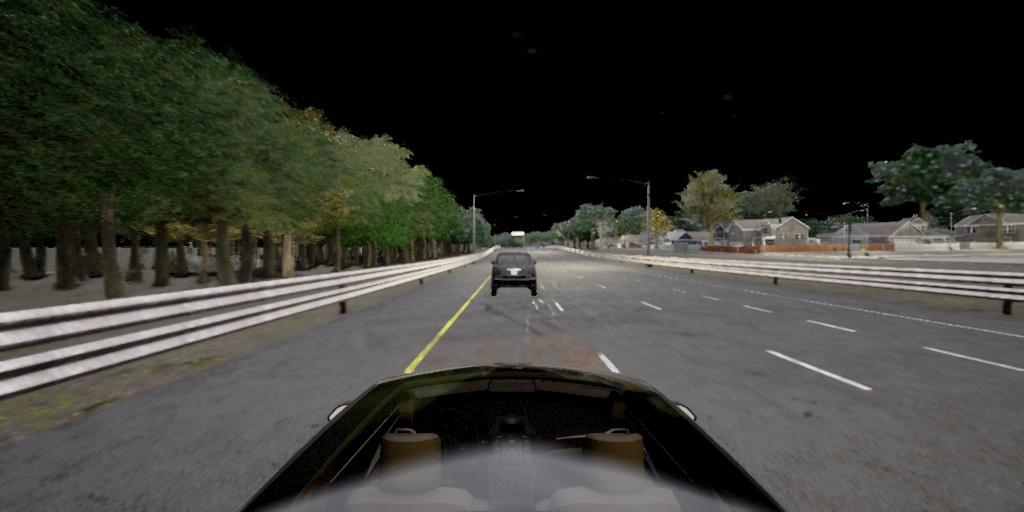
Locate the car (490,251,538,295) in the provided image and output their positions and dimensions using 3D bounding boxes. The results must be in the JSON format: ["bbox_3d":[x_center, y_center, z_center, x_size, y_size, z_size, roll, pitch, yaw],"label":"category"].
[{"bbox_3d":[0.090,0.785,18.272,2.150,2.045,5.566,0,1,0],"label":"car"}]
